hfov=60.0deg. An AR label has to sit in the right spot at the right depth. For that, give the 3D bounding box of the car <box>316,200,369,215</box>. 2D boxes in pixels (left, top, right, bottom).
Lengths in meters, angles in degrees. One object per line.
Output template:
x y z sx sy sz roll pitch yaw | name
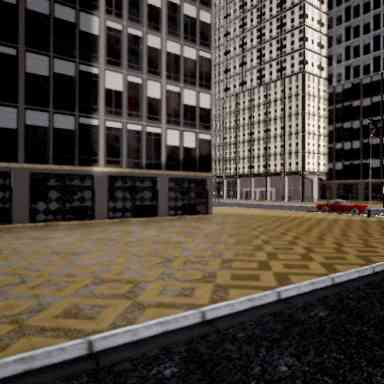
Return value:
14.436 1.455 31.769 1.895 1.301 4.718 0 0 -37 | car
